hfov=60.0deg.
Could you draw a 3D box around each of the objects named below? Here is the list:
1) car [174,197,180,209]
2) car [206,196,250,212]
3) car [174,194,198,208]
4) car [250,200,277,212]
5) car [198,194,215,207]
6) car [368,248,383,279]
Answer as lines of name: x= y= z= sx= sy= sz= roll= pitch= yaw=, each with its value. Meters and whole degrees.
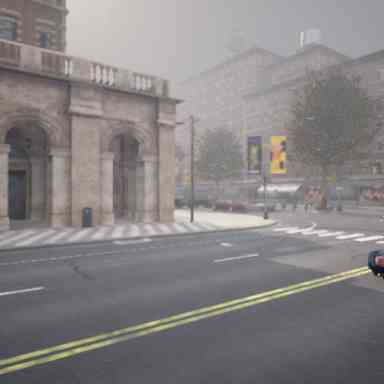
car: x=-4.109 y=1.669 z=46.470 sx=1.895 sy=1.301 sz=4.718 roll=0 pitch=0 yaw=-36
car: x=4.276 y=1.558 z=40.136 sx=1.882 sy=1.535 sz=5.008 roll=0 pitch=0 yaw=-35
car: x=-1.934 y=1.304 z=48.848 sx=2.150 sy=2.045 sz=5.566 roll=0 pitch=0 yaw=-36
car: x=8.025 y=1.691 z=40.907 sx=1.895 sy=1.301 sz=4.718 roll=0 pitch=0 yaw=-35
car: x=2.357 y=1.314 z=48.861 sx=2.150 sy=2.045 sz=5.566 roll=0 pitch=0 yaw=-35
car: x=6.572 y=1.630 z=8.518 sx=4.718 sy=1.301 sz=1.895 roll=0 pitch=0 yaw=-36
